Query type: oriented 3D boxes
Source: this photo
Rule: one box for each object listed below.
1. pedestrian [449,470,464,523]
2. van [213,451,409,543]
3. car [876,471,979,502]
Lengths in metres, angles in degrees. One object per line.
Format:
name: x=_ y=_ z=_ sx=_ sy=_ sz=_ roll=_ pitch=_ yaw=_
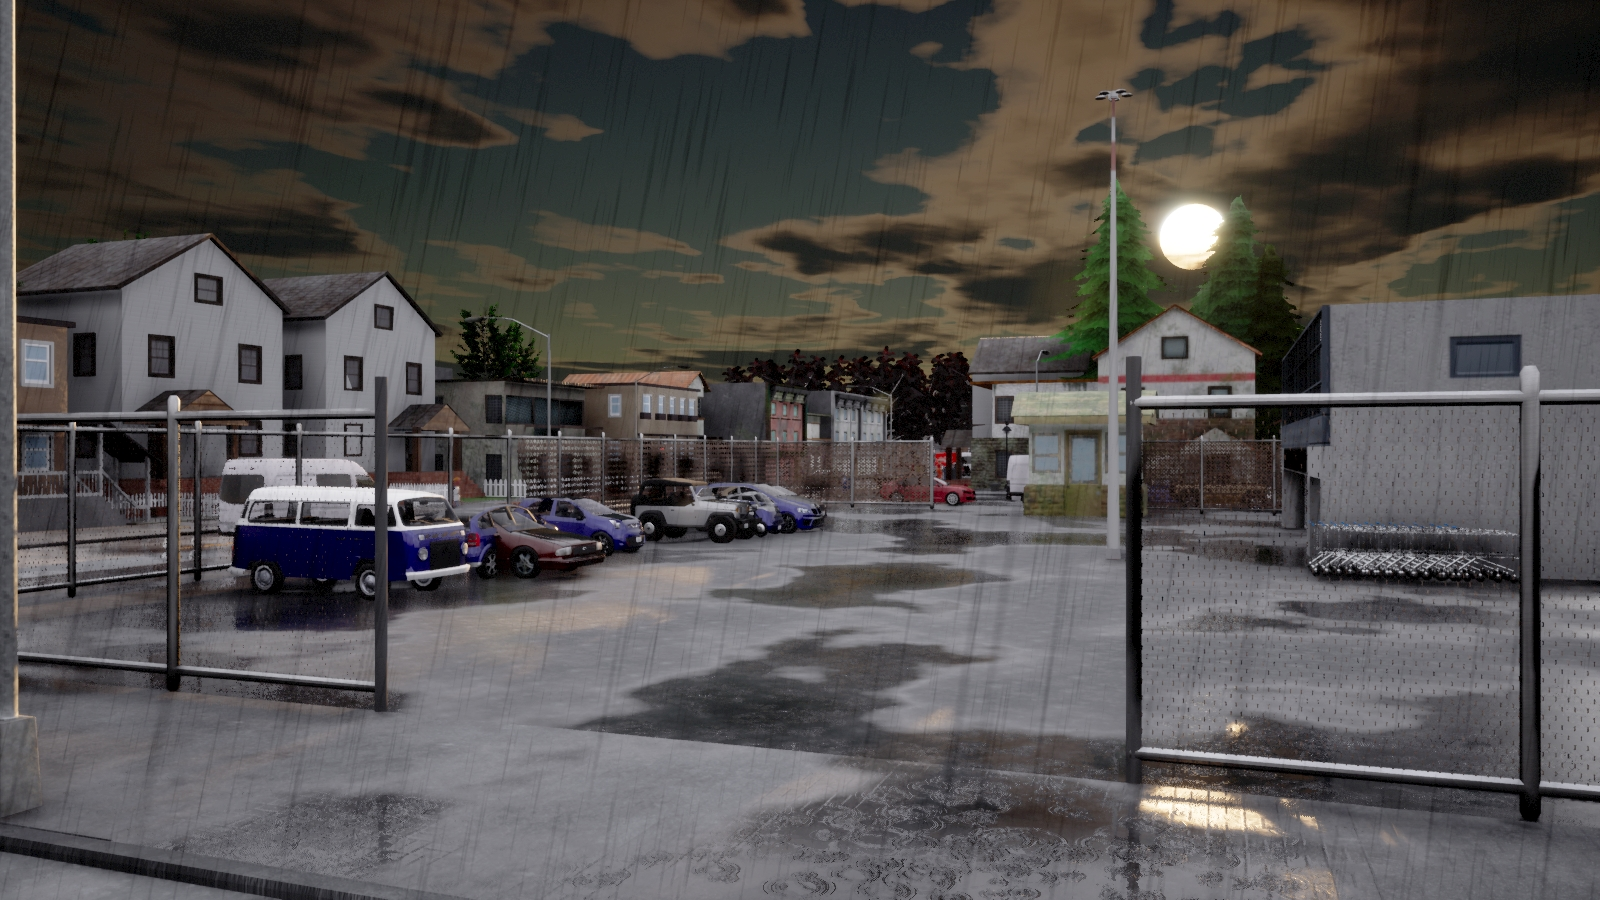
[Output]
pedestrian: x=-12.154 y=1.633 z=40.376 sx=0.375 sy=1.860 sz=0.375 roll=0 pitch=0 yaw=12
van: x=-14.714 y=1.318 z=34.854 sx=1.988 sy=2.561 sz=5.915 roll=0 pitch=0 yaw=20
car: x=6.523 y=1.843 z=58.394 sx=4.892 sy=1.480 sz=2.231 roll=0 pitch=0 yaw=19
